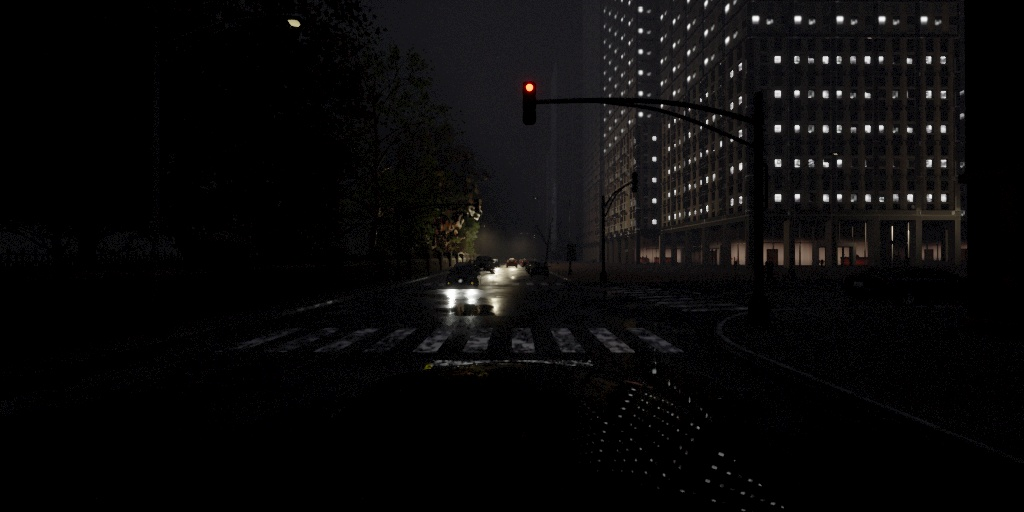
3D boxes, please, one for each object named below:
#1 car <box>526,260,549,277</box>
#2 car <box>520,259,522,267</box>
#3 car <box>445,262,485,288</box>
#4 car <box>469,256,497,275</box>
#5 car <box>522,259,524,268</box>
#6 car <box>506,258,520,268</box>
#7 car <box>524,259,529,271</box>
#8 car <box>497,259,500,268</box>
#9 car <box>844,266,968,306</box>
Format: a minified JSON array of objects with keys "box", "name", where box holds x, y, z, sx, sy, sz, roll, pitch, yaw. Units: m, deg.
[{"box":[2.677,1.330,35.631,1.948,1.339,4.313,0,0,0],"name":"car"},{"box":[2.669,1.337,63.794,1.888,1.381,4.507,0,0,0],"name":"car"},{"box":[-3.107,1.322,23.606,1.994,1.385,4.181,0,0,0],"name":"car"},{"box":[-3.116,0.986,40.114,2.150,2.045,5.566,0,0,0],"name":"car"},{"box":[2.674,1.339,46.896,1.948,1.339,4.313,0,0,0],"name":"car"},{"box":[-0.021,1.267,62.083,1.882,1.535,5.008,0,0,0],"name":"car"},{"box":[2.676,1.334,41.264,1.948,1.339,4.313,0,0,0],"name":"car"},{"box":[-3.081,1.282,61.228,2.128,1.511,4.902,0,0,0],"name":"car"},{"box":[14.681,1.026,13.052,4.313,1.339,1.948,0,0,0],"name":"car"}]
